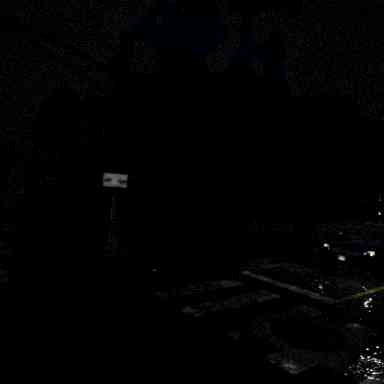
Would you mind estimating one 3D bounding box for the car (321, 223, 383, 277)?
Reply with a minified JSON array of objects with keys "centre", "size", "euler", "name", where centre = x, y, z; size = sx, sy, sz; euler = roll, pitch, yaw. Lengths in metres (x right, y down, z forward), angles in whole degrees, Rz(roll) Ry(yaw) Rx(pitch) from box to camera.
[{"centre":[6.376,1.839,11.592],"size":[4.674,1.442,1.812],"euler":[3,1,-39],"name":"car"}]
